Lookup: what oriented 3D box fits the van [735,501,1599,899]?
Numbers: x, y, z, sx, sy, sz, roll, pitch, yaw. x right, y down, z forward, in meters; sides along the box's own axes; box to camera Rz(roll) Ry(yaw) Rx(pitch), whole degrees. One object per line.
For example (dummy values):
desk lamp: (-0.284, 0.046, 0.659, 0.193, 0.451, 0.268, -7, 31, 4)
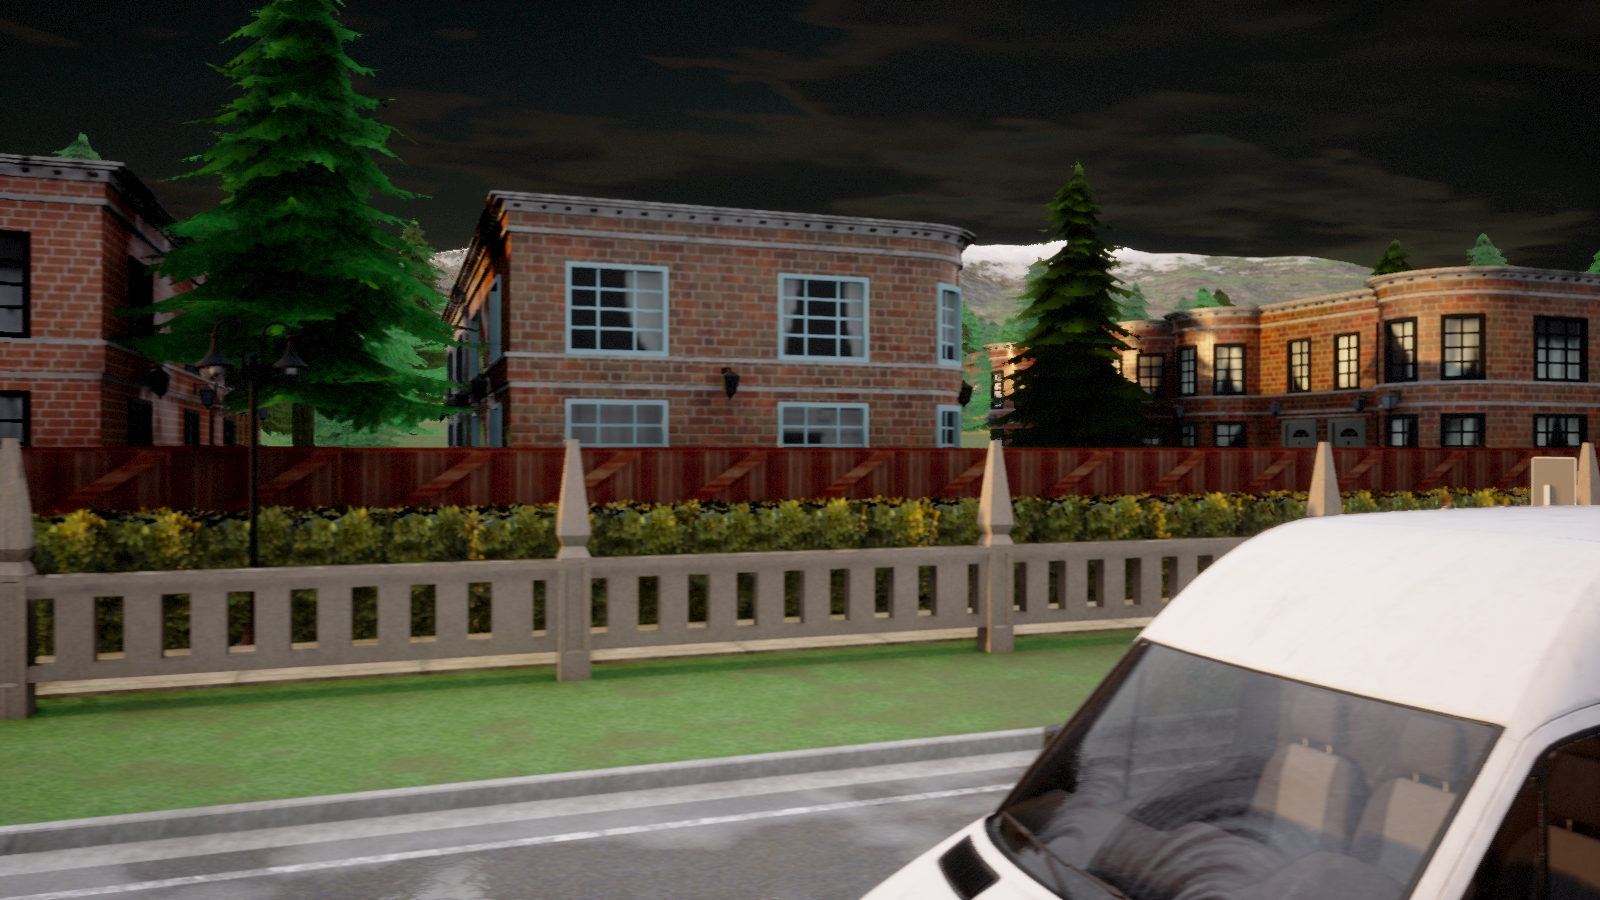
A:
van: (2.876, 1.536, 4.346, 5.915, 2.561, 1.988, 0, 0, -20)
